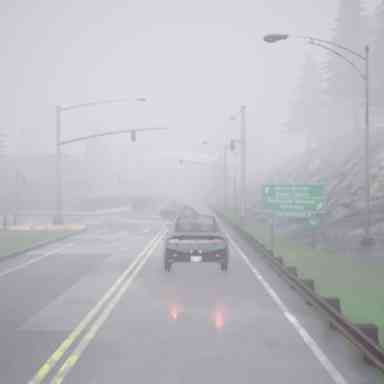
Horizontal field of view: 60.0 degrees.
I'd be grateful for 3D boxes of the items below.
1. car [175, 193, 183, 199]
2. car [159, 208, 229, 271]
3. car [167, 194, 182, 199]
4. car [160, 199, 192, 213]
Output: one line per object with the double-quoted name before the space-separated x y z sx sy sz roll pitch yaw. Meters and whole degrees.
"car" -3.108 1.258 74.264 2.150 2.045 5.566 0 0 0
"car" 0.129 1.498 10.955 2.128 1.511 4.902 0 0 1
"car" -3.243 1.503 58.556 1.882 1.535 5.008 0 0 1
"car" -1.178 1.578 27.294 1.994 1.385 4.181 0 0 -24
